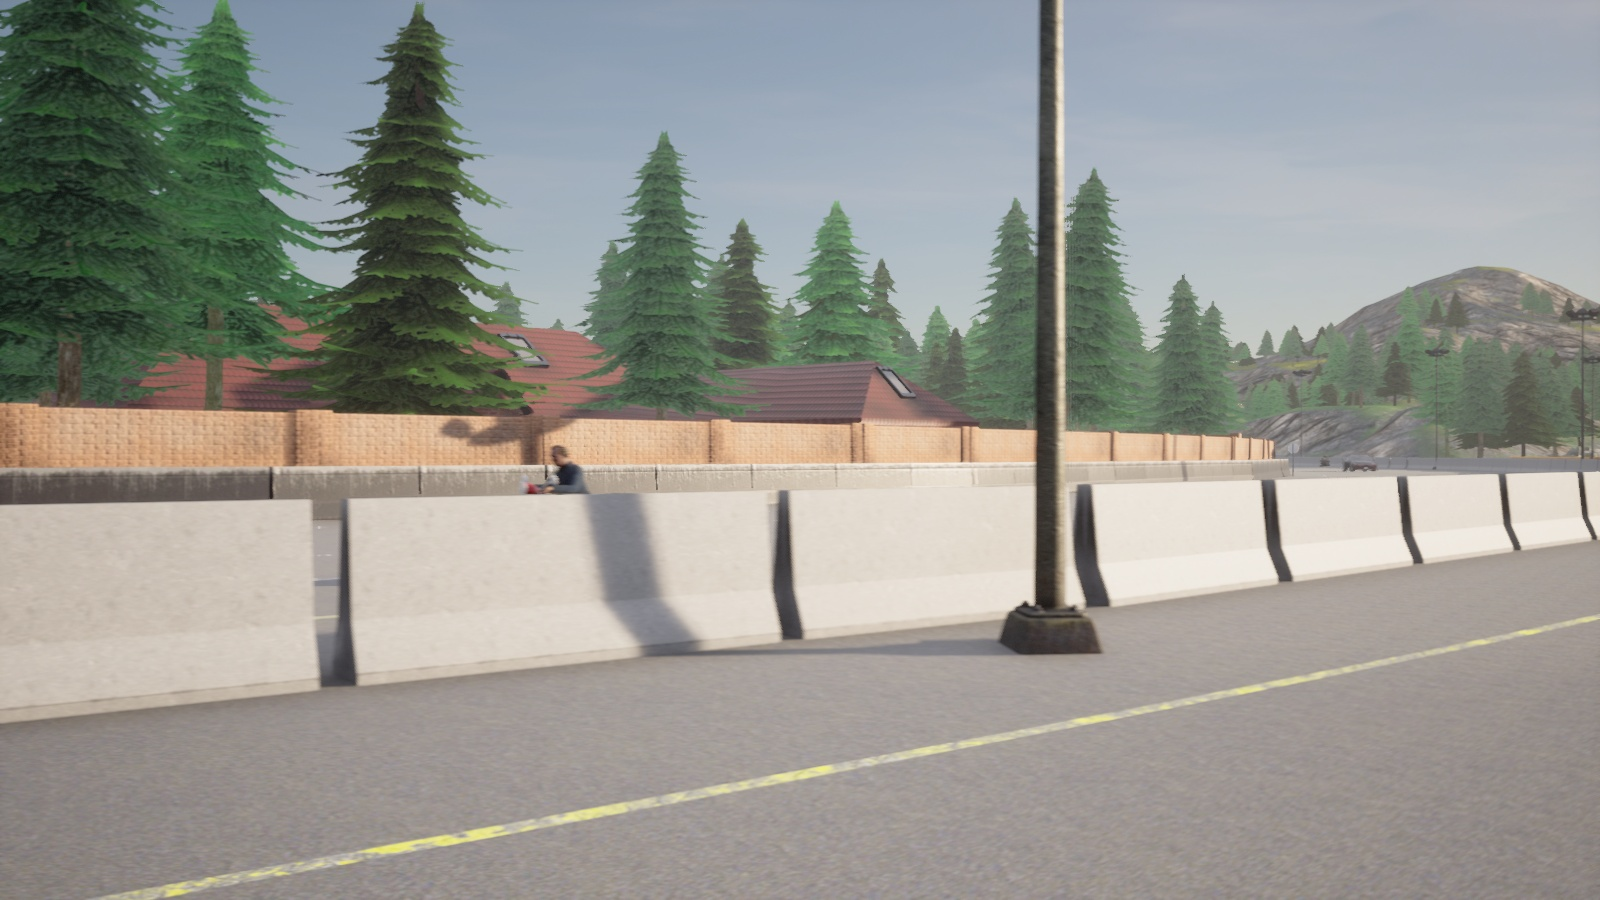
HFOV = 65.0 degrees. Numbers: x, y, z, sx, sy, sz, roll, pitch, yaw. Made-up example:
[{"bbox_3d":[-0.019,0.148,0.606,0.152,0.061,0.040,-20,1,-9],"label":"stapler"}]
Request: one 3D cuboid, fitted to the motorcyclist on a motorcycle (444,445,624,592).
[{"bbox_3d":[-3.055,0.743,14.496,1.817,1.590,0.866,0,-1,-37],"label":"motorcyclist on a motorcycle"}]
